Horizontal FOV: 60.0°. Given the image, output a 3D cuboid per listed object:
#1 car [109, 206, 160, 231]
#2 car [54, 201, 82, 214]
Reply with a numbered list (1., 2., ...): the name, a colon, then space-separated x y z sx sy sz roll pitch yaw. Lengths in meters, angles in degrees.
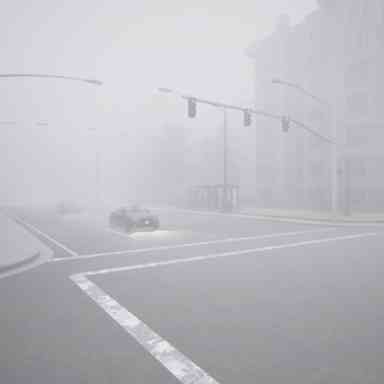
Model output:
1. car: -3.622 1.540 20.472 1.994 1.385 4.181 0 0 -33
2. car: -13.157 1.591 35.212 1.895 1.301 4.718 0 0 -33
